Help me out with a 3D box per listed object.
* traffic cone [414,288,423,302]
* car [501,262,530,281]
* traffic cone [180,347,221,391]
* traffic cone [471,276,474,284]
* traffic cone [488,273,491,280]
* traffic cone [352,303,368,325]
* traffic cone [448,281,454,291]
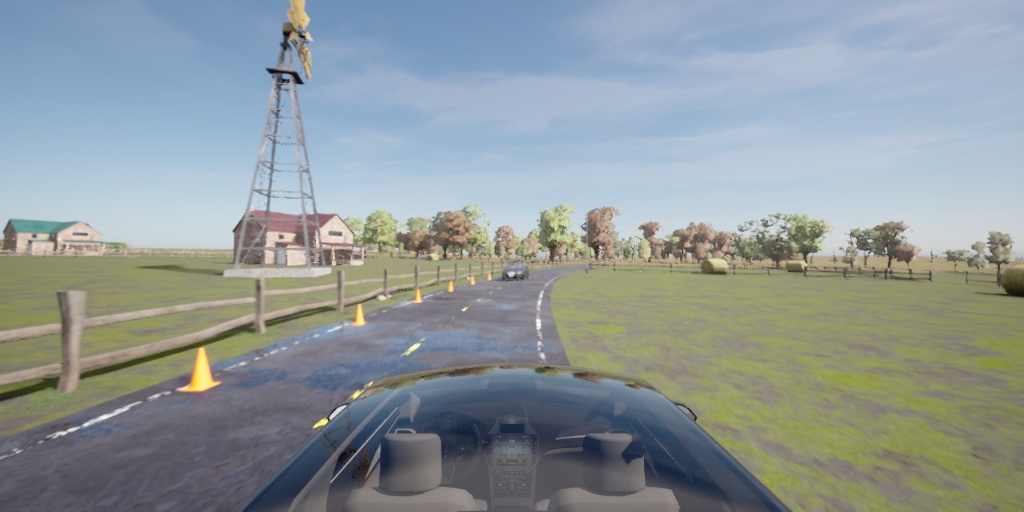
[{"bbox_3d":[-4.075,1.694,15.551,0.340,0.580,0.340,0,0,5],"label":"traffic cone"},{"bbox_3d":[0.382,1.293,30.493,2.128,1.511,4.902,0,0,11],"label":"car"},{"bbox_3d":[-4.690,1.679,5.413,0.340,0.580,0.340,0,0,2],"label":"traffic cone"},{"bbox_3d":[-2.814,1.726,25.629,0.340,0.580,0.340,0,0,9],"label":"traffic cone"},{"bbox_3d":[-1.942,1.743,30.632,0.340,0.580,0.340,0,0,11],"label":"traffic cone"},{"bbox_3d":[-4.463,1.684,10.487,0.340,0.580,0.340,0,0,3],"label":"traffic cone"},{"bbox_3d":[-3.525,1.709,20.600,0.340,0.580,0.340,0,0,7],"label":"traffic cone"}]
